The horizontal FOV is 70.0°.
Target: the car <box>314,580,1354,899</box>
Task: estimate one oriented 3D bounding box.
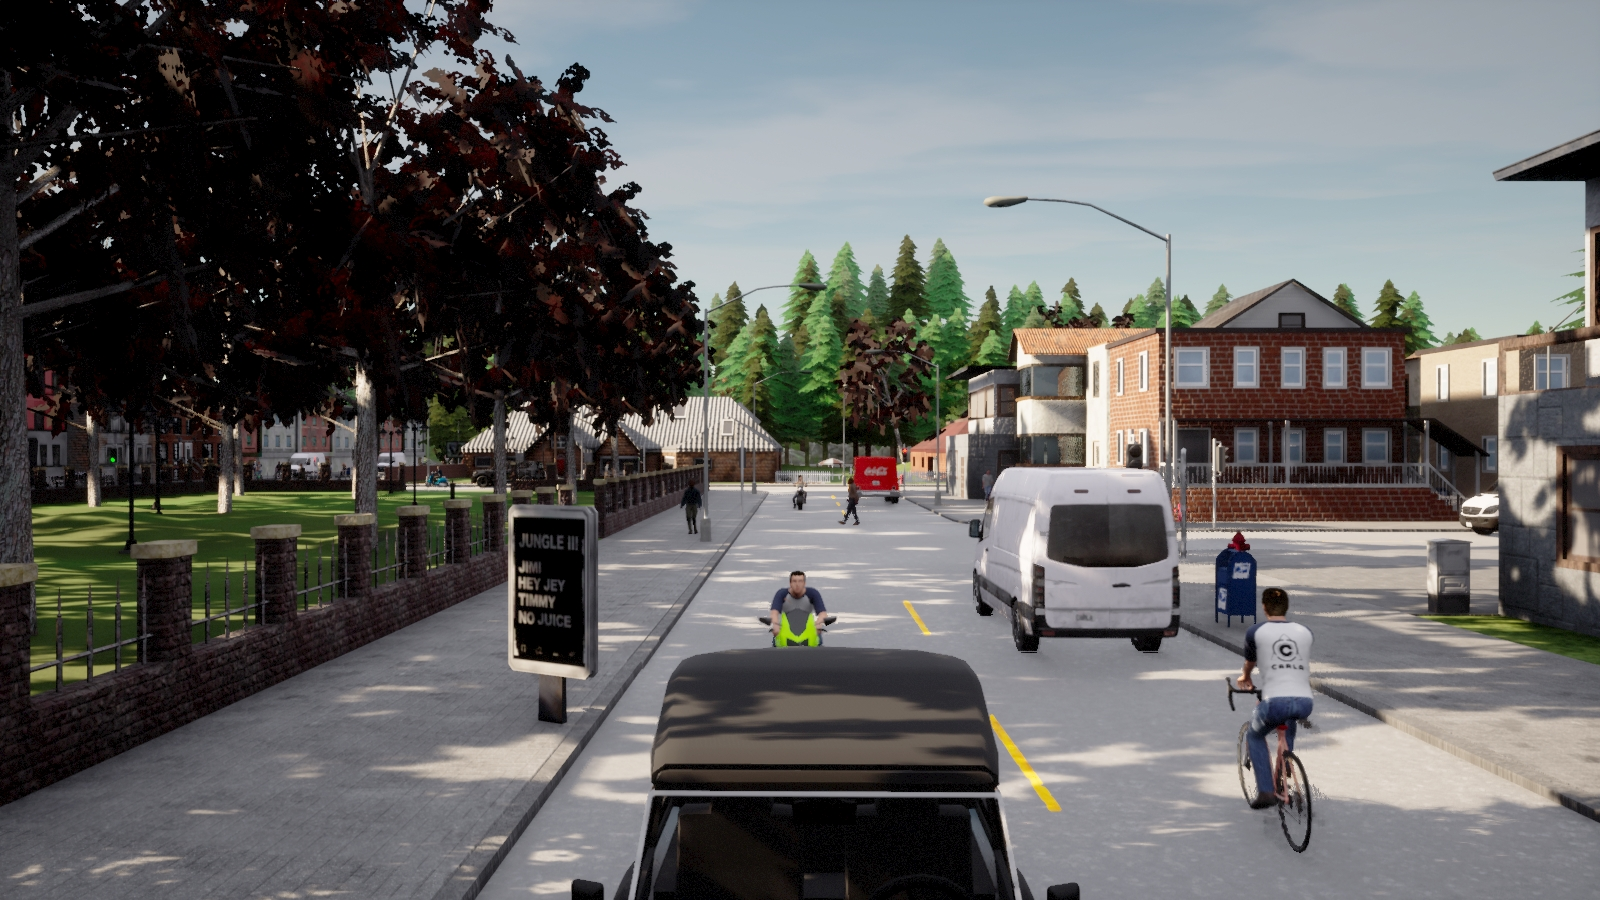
[{"bbox_3d":[0.090,1.637,4.035,1.905,1.878,3.866,0,1,1],"label":"car"}]

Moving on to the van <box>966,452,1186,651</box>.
[{"bbox_3d":[3.995,1.322,17.718,1.988,2.561,5.915,0,0,0],"label":"van"}]

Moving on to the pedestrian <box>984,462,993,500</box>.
[{"bbox_3d":[9.297,1.547,56.292,0.375,1.860,0.375,0,0,-2],"label":"pedestrian"}]

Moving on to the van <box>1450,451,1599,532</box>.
[{"bbox_3d":[24.712,1.329,37.232,5.915,2.561,1.988,0,0,0],"label":"van"}]

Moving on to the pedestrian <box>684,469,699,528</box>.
[{"bbox_3d":[-3.438,1.540,36.283,0.375,1.860,0.375,0,0,9],"label":"pedestrian"}]

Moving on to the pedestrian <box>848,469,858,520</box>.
[{"bbox_3d":[1.953,1.645,42.016,0.375,1.860,0.375,0,0,3],"label":"pedestrian"}]

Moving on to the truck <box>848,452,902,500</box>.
[{"bbox_3d":[3.969,1.372,61.570,2.627,2.467,5.204,0,0,1],"label":"truck"}]
